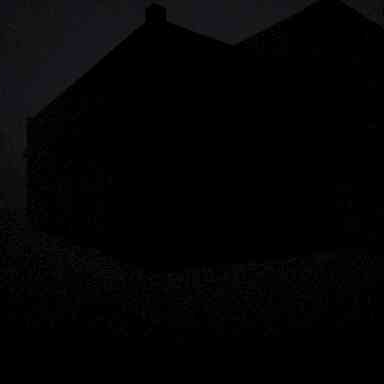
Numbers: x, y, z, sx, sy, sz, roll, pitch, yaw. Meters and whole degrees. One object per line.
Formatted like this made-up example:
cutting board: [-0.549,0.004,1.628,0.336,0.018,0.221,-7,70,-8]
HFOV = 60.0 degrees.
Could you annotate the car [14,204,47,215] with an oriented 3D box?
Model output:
car: [-26.272,2.824,54.066,4.792,1.488,2.163,0,-2,24]

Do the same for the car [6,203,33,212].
car: [-34.703,3.082,66.827,5.366,1.575,1.946,0,-2,24]

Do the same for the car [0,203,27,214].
car: [-27.409,2.543,51.531,4.553,1.767,2.185,0,-3,24]

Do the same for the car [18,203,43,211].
car: [-33.734,3.176,69.448,5.008,1.535,2.097,0,-2,24]
